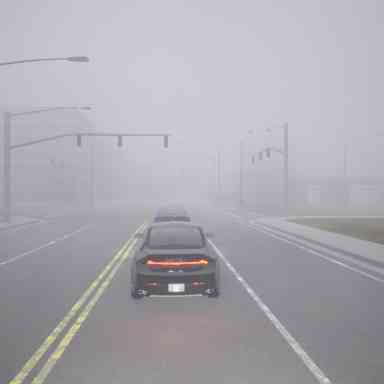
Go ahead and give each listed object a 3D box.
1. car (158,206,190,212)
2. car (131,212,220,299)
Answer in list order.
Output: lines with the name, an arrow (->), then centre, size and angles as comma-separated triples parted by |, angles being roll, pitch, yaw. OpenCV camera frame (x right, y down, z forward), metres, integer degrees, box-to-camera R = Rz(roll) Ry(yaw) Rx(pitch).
car -> -1.079, 1.478, 17.976 | 1.882, 1.535, 5.008 | 0, 0, -4
car -> -0.442, 1.505, 8.503 | 1.837, 1.490, 4.892 | 0, 0, -4
